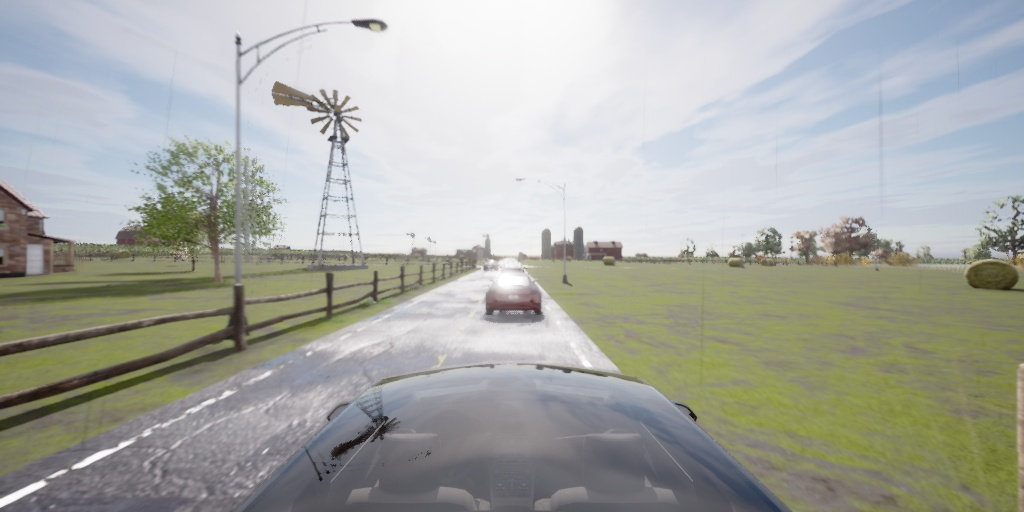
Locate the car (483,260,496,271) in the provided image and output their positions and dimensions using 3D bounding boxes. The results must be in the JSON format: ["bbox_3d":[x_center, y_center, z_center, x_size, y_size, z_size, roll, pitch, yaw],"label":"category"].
[{"bbox_3d":[-2.825,1.221,47.913,2.128,1.511,4.902,0,0,0],"label":"car"}]

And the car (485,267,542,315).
[{"bbox_3d":[0.070,1.309,13.660,1.994,1.385,4.181,0,0,0],"label":"car"}]

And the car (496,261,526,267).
[{"bbox_3d":[0.070,1.231,28.568,2.128,1.511,4.902,0,0,0],"label":"car"}]
